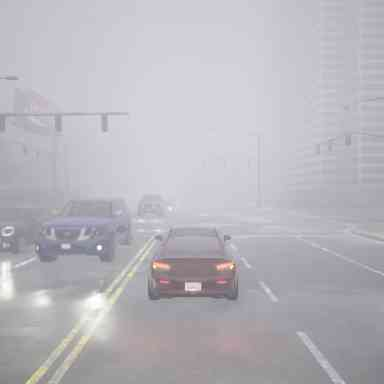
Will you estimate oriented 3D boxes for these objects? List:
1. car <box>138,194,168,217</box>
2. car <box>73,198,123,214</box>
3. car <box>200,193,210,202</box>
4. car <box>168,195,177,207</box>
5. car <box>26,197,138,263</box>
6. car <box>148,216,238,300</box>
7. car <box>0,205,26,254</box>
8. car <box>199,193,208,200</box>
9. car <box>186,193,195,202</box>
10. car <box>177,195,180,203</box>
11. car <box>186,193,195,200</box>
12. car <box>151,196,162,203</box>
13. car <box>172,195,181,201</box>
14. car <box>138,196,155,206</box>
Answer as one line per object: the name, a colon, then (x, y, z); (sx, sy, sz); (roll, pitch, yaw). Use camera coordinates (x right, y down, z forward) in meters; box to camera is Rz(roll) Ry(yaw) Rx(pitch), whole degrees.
car: (-3.735, 1.223, 31.145); (2.150, 2.045, 5.566); (0, 0, 0)
car: (-10.328, 1.492, 36.771); (2.128, 1.511, 4.902); (1, 0, 41)
car: (3.149, 1.515, 78.046); (2.128, 1.511, 4.902); (0, 0, 0)
car: (-3.823, 1.563, 51.084); (1.994, 1.385, 4.181); (0, 0, 0)
car: (-3.649, 1.223, 12.360); (2.150, 2.045, 5.566); (0, 0, 0)
car: (0.028, 1.526, 8.237); (1.812, 1.442, 4.674); (0, 0, 0)
car: (-7.154, 1.352, 13.379); (2.097, 1.767, 4.553); (0, 0, 0)
car: (3.102, 1.184, 88.334); (2.097, 1.767, 4.553); (0, 0, 0)
car: (-0.353, 1.584, 78.413); (1.895, 1.301, 4.718); (0, 0, 0)
car: (-3.824, 1.525, 66.932); (1.812, 1.442, 4.674); (0, 0, 0)
car: (-0.398, 1.184, 88.318); (2.097, 1.767, 4.553); (0, 0, 0)
car: (-7.310, 1.598, 69.107); (1.895, 1.301, 4.718); (0, 0, 0)
car: (-3.867, 1.538, 81.642); (1.994, 1.385, 4.181); (0, 0, 0)
car: (-7.335, 1.491, 54.611); (2.128, 1.511, 4.902); (0, 0, 0)
